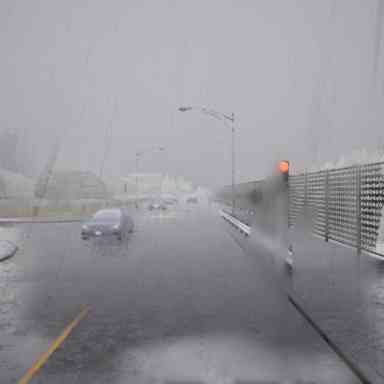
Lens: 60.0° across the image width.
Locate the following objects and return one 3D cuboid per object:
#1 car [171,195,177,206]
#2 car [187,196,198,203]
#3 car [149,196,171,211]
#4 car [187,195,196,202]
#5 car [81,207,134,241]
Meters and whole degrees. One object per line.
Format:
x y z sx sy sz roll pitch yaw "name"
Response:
-4.099 1.564 55.072 1.994 1.385 4.181 0 0 0 "car"
0.086 1.477 67.088 1.882 1.535 5.008 0 0 0 "car"
-4.108 1.491 40.679 2.128 1.511 4.902 0 0 0 "car"
-0.022 1.540 77.431 2.033 1.411 5.357 0 0 0 "car"
-4.096 1.525 16.831 1.812 1.442 4.674 0 0 0 "car"
